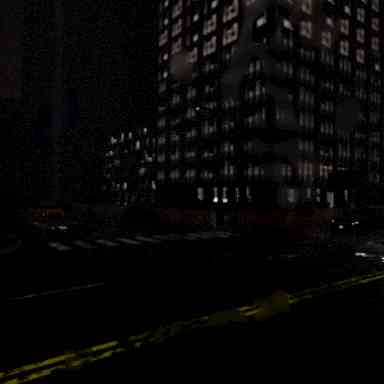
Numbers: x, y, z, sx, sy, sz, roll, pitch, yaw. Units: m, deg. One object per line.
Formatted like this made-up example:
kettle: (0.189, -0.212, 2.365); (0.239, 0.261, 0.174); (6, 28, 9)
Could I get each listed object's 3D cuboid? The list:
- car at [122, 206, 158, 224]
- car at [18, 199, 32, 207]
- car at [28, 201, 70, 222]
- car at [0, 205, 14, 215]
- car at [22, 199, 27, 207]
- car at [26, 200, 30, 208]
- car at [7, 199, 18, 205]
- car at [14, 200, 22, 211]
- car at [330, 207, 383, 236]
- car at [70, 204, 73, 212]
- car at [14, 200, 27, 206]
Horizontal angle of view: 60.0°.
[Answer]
car: (-4.427, 1.864, 27.943); (2.008, 1.369, 4.403); (1, -1, -36)
car: (-34.527, 2.254, 68.841); (1.967, 1.590, 4.097); (1, -1, -36)
car: (-12.578, 1.736, 29.075); (1.882, 1.535, 5.008); (1, -1, -36)
car: (-21.296, 1.762, 36.584); (1.967, 1.590, 4.097); (1, -1, -36)
car: (-31.195, 2.341, 64.286); (1.802, 1.307, 4.206); (1, -1, -36)
car: (-27.861, 2.269, 59.734); (1.947, 1.339, 4.313); (1, -1, -36)
car: (-44.527, 2.545, 82.498); (1.947, 1.339, 4.313); (1, -1, -36)
car: (-26.748, 2.048, 48.571); (2.033, 1.411, 5.357); (1, -1, -36)
car: (9.949, 1.583, 18.989); (4.674, 1.442, 1.812); (0, 0, -32)
car: (-17.862, 2.103, 46.076); (1.947, 1.339, 4.313); (1, -1, -36)
car: (-37.860, 2.435, 73.392); (1.947, 1.339, 4.313); (1, -1, -36)
